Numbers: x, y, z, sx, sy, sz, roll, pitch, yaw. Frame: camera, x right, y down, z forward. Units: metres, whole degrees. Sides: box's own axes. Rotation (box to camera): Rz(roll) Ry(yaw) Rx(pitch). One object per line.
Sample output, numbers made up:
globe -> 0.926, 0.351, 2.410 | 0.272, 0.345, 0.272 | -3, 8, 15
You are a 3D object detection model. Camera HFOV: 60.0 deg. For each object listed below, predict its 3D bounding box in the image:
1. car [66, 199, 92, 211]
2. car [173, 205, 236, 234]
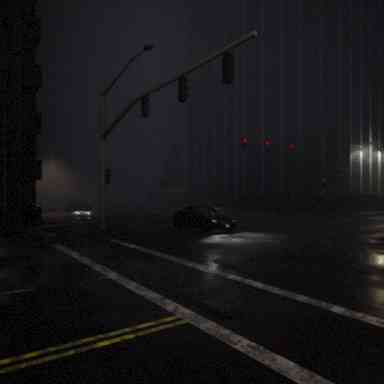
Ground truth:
car -> -13.855, 1.522, 40.424 | 2.033, 1.411, 5.357 | 0, 0, -35
car -> 0.568, 1.522, 19.657 | 1.812, 1.442, 4.674 | 0, 0, -35
